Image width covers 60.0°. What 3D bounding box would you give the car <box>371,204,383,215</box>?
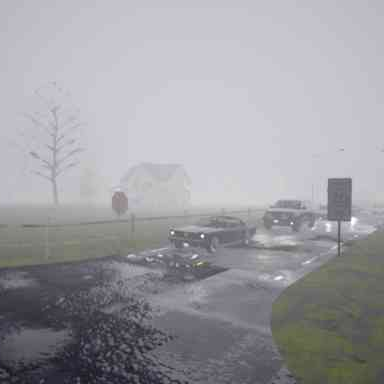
[{"bbox_3d":[23.729,2.205,41.615,1.895,1.301,4.718,1,0,35],"label":"car"}]

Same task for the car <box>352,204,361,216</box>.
[{"bbox_3d":[18.671,2.116,39.486,1.895,1.301,4.718,1,0,36],"label":"car"}]

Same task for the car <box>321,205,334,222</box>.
[{"bbox_3d":[12.727,1.944,31.154,2.033,1.411,5.357,1,0,35],"label":"car"}]

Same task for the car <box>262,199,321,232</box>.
[{"bbox_3d":[6.803,1.496,22.789,2.150,2.045,5.566,1,0,36],"label":"car"}]

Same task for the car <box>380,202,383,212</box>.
[{"bbox_3d":[29.568,2.282,49.854,1.994,1.385,4.181,1,0,35],"label":"car"}]

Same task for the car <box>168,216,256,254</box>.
[{"bbox_3d":[1.038,1.754,14.656,1.895,1.301,4.718,1,0,35],"label":"car"}]
